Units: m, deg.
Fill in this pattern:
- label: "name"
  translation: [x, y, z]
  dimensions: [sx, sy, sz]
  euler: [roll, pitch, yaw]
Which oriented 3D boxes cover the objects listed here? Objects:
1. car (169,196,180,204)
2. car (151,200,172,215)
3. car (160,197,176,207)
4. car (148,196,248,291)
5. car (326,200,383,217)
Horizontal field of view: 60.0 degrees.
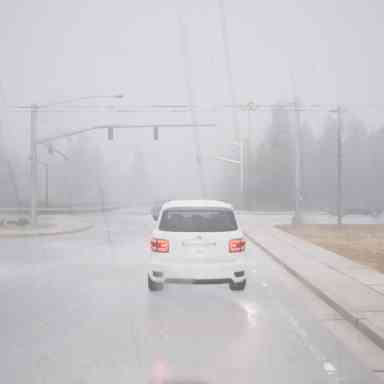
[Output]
- label: "car"
  translation: [-3.432, 1.502, 65.892]
  dimensions: [1.837, 1.490, 4.892]
  euler: [0, 1, 1]
- label: "car"
  translation: [-3.236, 1.573, 34.354]
  dimensions: [1.994, 1.385, 4.181]
  euler: [0, 0, -8]
- label: "car"
  translation: [-3.588, 1.548, 51.095]
  dimensions: [2.033, 1.411, 5.357]
  euler: [0, 0, 0]
- label: "car"
  translation: [0.067, 1.218, 9.137]
  dimensions: [2.150, 2.045, 5.566]
  euler: [0, 0, -2]
- label: "car"
  translation: [14.898, 1.518, 30.544]
  dimensions: [4.902, 1.511, 2.128]
  euler: [0, 0, 1]
